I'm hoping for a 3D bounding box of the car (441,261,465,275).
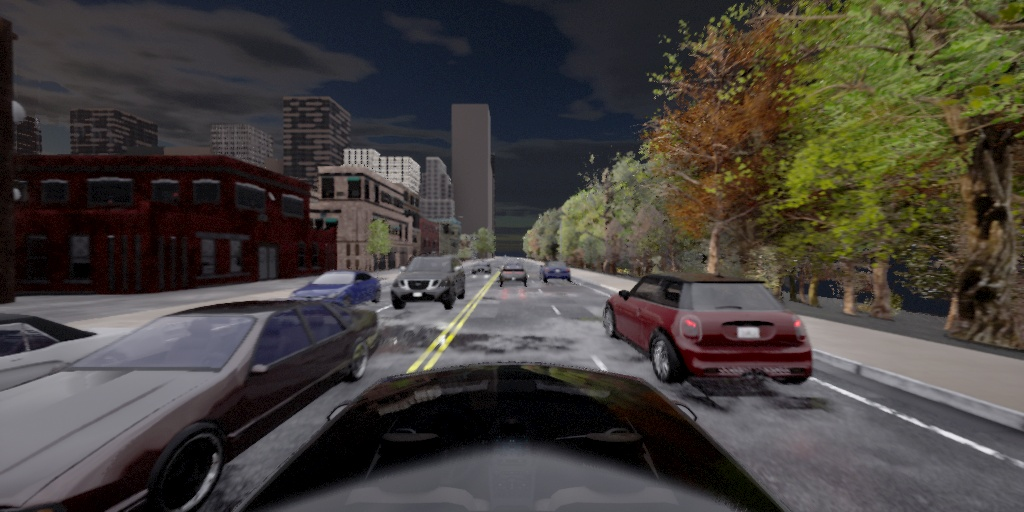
[{"bbox_3d":[-6.506,1.270,39.843,1.837,1.490,4.892,0,0,0],"label":"car"}]

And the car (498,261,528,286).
[{"bbox_3d":[0.098,1.244,25.027,2.128,1.511,4.902,0,0,0],"label":"car"}]

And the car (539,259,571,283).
[{"bbox_3d":[3.347,1.103,28.413,2.097,1.767,4.553,0,0,0],"label":"car"}]

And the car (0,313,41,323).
[{"bbox_3d":[-6.546,1.351,3.565,1.895,1.301,4.718,0,0,-1],"label":"car"}]

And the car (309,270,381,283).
[{"bbox_3d":[-6.502,1.276,13.776,1.812,1.442,4.674,0,0,0],"label":"car"}]

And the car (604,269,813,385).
[{"bbox_3d":[3.349,1.102,7.206,2.097,1.767,4.553,0,0,0],"label":"car"}]

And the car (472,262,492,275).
[{"bbox_3d":[-3.258,1.318,39.800,1.994,1.385,4.181,0,0,0],"label":"car"}]

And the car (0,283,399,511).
[{"bbox_3d":[-3.313,1.298,4.406,2.033,1.411,5.357,0,0,0],"label":"car"}]

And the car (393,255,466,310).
[{"bbox_3d":[-3.254,0.972,15.117,2.150,2.045,5.566,0,0,0],"label":"car"}]
